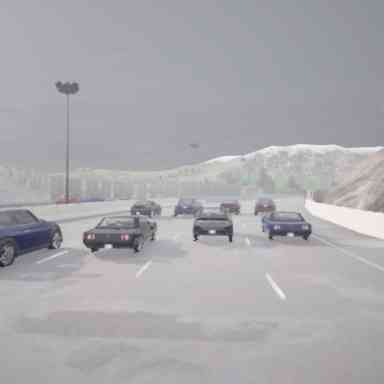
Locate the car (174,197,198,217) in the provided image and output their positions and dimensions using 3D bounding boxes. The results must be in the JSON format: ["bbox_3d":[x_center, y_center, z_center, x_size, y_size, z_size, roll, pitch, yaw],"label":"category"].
[{"bbox_3d":[-0.233,1.361,31.190,2.097,1.767,4.553,0,0,11],"label":"car"}]

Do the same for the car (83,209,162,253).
[{"bbox_3d":[-2.708,1.599,13.748,1.895,1.301,4.718,0,0,5],"label":"car"}]

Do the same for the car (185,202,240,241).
[{"bbox_3d":[1.126,1.499,16.742,2.128,1.511,4.902,0,0,6],"label":"car"}]

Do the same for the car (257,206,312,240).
[{"bbox_3d":[4.653,1.617,17.065,1.895,1.301,4.718,0,0,6],"label":"car"}]

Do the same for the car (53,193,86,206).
[{"bbox_3d":[-19.925,1.190,54.503,2.150,2.045,5.566,0,0,17],"label":"car"}]

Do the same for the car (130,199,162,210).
[{"bbox_3d":[-4.051,1.504,29.892,1.837,1.490,4.892,0,0,10],"label":"car"}]

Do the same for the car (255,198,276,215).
[{"bbox_3d":[7.569,1.380,34.374,2.097,1.767,4.553,0,0,12],"label":"car"}]

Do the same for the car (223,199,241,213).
[{"bbox_3d":[4.039,1.497,34.660,1.882,1.535,5.008,0,0,12],"label":"car"}]

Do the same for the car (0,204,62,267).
[{"bbox_3d":[-6.363,1.341,11.517,2.097,1.767,4.553,0,0,4],"label":"car"}]

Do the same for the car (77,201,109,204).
[{"bbox_3d":[-16.385,1.198,54.124,2.150,2.045,5.566,0,0,17],"label":"car"}]
